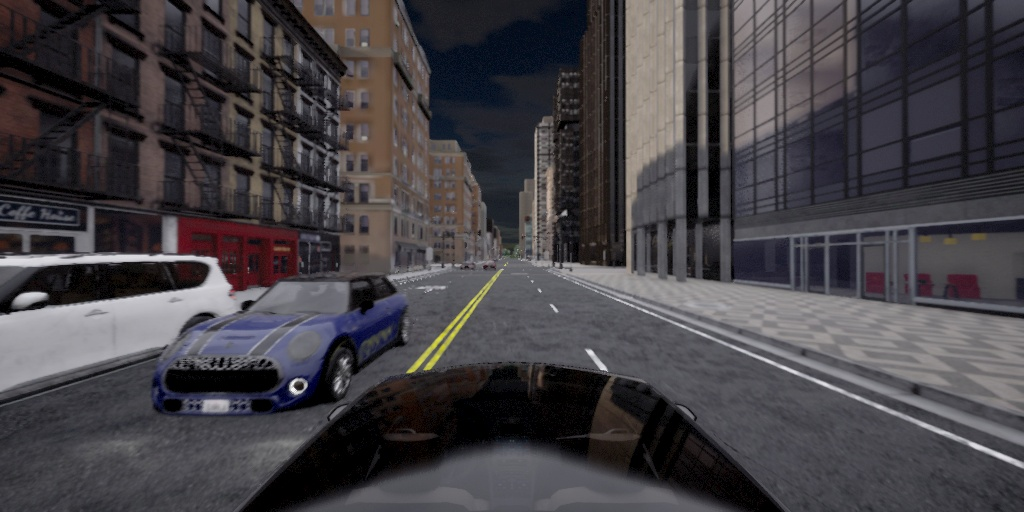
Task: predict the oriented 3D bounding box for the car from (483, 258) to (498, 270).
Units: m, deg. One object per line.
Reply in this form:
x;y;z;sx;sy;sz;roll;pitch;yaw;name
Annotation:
-3.240;1.356;53.442;1.882;1.535;5.008;0;0;0;car

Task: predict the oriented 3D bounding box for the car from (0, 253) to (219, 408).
-6.600;0.975;4.917;2.150;2.045;5.566;0;0;0;car

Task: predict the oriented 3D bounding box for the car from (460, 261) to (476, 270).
-6.490;1.429;53.442;1.994;1.385;4.181;0;0;0;car

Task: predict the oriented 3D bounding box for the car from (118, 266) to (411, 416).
-3.349;1.109;6.303;2.097;1.767;4.553;0;0;0;car
